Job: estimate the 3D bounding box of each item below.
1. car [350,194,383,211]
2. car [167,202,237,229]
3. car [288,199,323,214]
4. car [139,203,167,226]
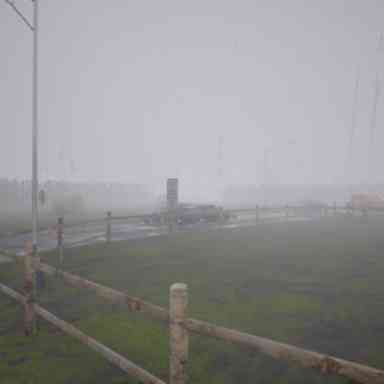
[{"bbox_3d":[20.911,1.274,39.446,5.566,2.045,2.150,0,0,-38],"label":"car"},{"bbox_3d":[0.986,1.528,22.263,4.892,1.490,1.837,0,0,-43],"label":"car"},{"bbox_3d":[12.423,1.515,36.294,4.902,1.511,2.128,0,0,-40],"label":"car"},{"bbox_3d":[-1.500,1.508,23.898,4.892,1.490,1.837,0,0,-44],"label":"car"}]
